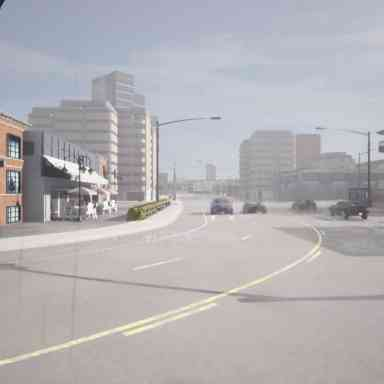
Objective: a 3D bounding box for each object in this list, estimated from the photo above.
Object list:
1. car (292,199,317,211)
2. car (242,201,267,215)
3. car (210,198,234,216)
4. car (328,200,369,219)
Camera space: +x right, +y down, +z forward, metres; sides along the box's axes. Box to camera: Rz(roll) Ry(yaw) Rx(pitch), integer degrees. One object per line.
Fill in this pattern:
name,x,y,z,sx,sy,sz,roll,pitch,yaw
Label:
car,13.618,1.526,40.419,1.812,1.442,4.674,0,0,1
car,6.381,1.601,34.141,1.895,1.301,4.718,0,0,1
car,2.863,1.352,32.765,2.097,1.767,4.553,0,0,1
car,13.454,1.504,28.894,1.837,1.490,4.892,0,0,1
